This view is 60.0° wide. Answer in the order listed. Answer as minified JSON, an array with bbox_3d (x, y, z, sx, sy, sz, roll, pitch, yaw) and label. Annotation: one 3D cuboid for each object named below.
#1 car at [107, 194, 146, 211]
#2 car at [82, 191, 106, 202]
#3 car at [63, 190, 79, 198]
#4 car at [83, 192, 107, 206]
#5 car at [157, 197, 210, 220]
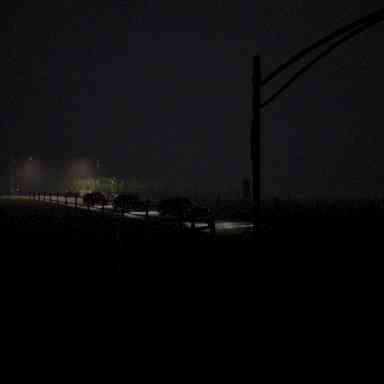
[{"bbox_3d":[-6.101,0.970,31.951,1.837,1.490,4.892,0,1,-35],"label":"car"},{"bbox_3d":[-15.221,0.647,51.538,2.033,1.411,5.357,0,1,-35],"label":"car"},{"bbox_3d":[-22.519,0.355,62.029,1.882,1.535,5.008,0,1,-35],"label":"car"},{"bbox_3d":[-11.701,0.815,40.026,1.812,1.442,4.674,0,1,-35],"label":"car"},{"bbox_3d":[-0.708,1.114,24.192,1.882,1.535,5.008,0,1,-35],"label":"car"}]
